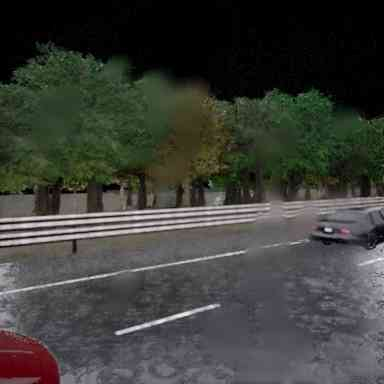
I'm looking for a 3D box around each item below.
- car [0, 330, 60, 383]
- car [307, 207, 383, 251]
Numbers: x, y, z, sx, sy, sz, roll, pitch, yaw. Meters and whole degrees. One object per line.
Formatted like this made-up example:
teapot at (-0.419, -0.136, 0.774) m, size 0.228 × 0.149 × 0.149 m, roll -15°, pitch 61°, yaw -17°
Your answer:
car at (-3.212, 1.513, 1.448) m, size 5.008 × 1.535 × 1.882 m, roll -1°, pitch 1°, yaw -36°
car at (6.723, 1.306, 12.888) m, size 5.357 × 1.411 × 2.033 m, roll -1°, pitch 1°, yaw -36°
